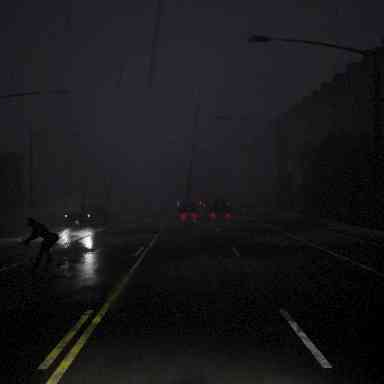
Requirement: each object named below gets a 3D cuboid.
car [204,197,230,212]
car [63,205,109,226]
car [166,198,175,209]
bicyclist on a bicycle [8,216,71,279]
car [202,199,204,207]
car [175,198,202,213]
[{"bbox_3d":[2.944,1.352,38.144,2.097,1.767,4.553,0,0,-4],"label":"car"},{"bbox_3d":[-7.249,1.601,23.174,1.895,1.301,4.718,0,0,0],"label":"car"},{"bbox_3d":[-2.143,1.547,46.840,2.033,1.411,5.357,0,0,-21],"label":"car"},{"bbox_3d":[-3.970,1.455,8.622,1.656,1.620,0.582,-2,0,-1],"label":"bicyclist on a bicycle"},{"bbox_3d":[0.954,1.601,47.950,1.895,1.301,4.718,0,0,-20],"label":"car"},{"bbox_3d":[-0.470,1.492,36.602,2.128,1.511,4.902,0,0,-3],"label":"car"}]
